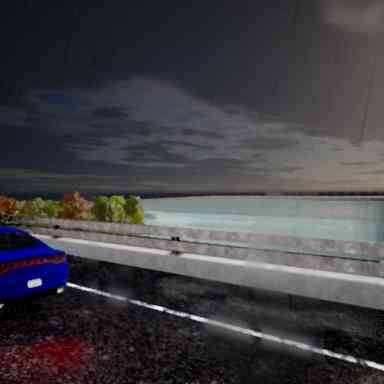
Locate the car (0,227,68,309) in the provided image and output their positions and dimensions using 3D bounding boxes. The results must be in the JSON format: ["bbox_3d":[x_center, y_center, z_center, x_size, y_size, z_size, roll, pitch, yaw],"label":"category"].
[{"bbox_3d":[-4.870,1.516,7.499,5.008,1.535,1.882,0,0,36],"label":"car"}]
